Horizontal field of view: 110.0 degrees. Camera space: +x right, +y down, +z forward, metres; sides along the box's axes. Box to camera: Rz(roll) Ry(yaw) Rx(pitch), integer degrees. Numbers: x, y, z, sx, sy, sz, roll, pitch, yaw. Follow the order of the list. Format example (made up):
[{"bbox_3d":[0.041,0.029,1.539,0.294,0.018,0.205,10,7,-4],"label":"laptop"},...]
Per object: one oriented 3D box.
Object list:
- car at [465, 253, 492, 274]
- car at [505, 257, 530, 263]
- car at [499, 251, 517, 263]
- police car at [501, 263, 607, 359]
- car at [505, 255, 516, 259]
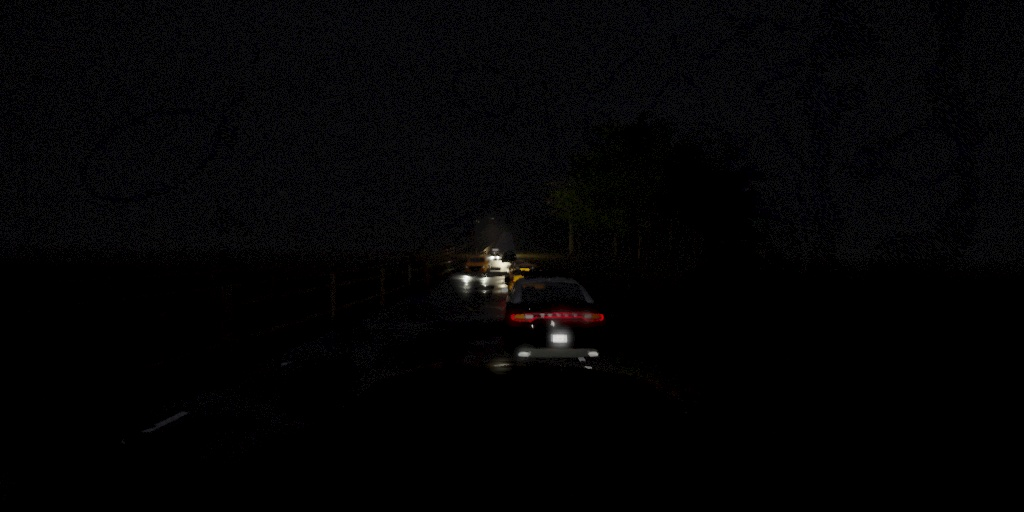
[{"bbox_3d":[-3.126,0.775,32.604,1.882,1.535,5.008,0,2,0],"label":"car"},{"bbox_3d":[0.675,1.054,18.587,1.801,1.575,5.366,0,1,-1],"label":"car"},{"bbox_3d":[-0.394,0.059,51.832,2.097,1.767,4.553,0,2,0],"label":"car"},{"bbox_3d":[0.768,1.142,8.510,1.930,1.638,5.238,0,0,-1],"label":"police car"},{"bbox_3d":[0.619,0.945,24.585,1.801,1.575,5.366,0,1,-1],"label":"car"}]
